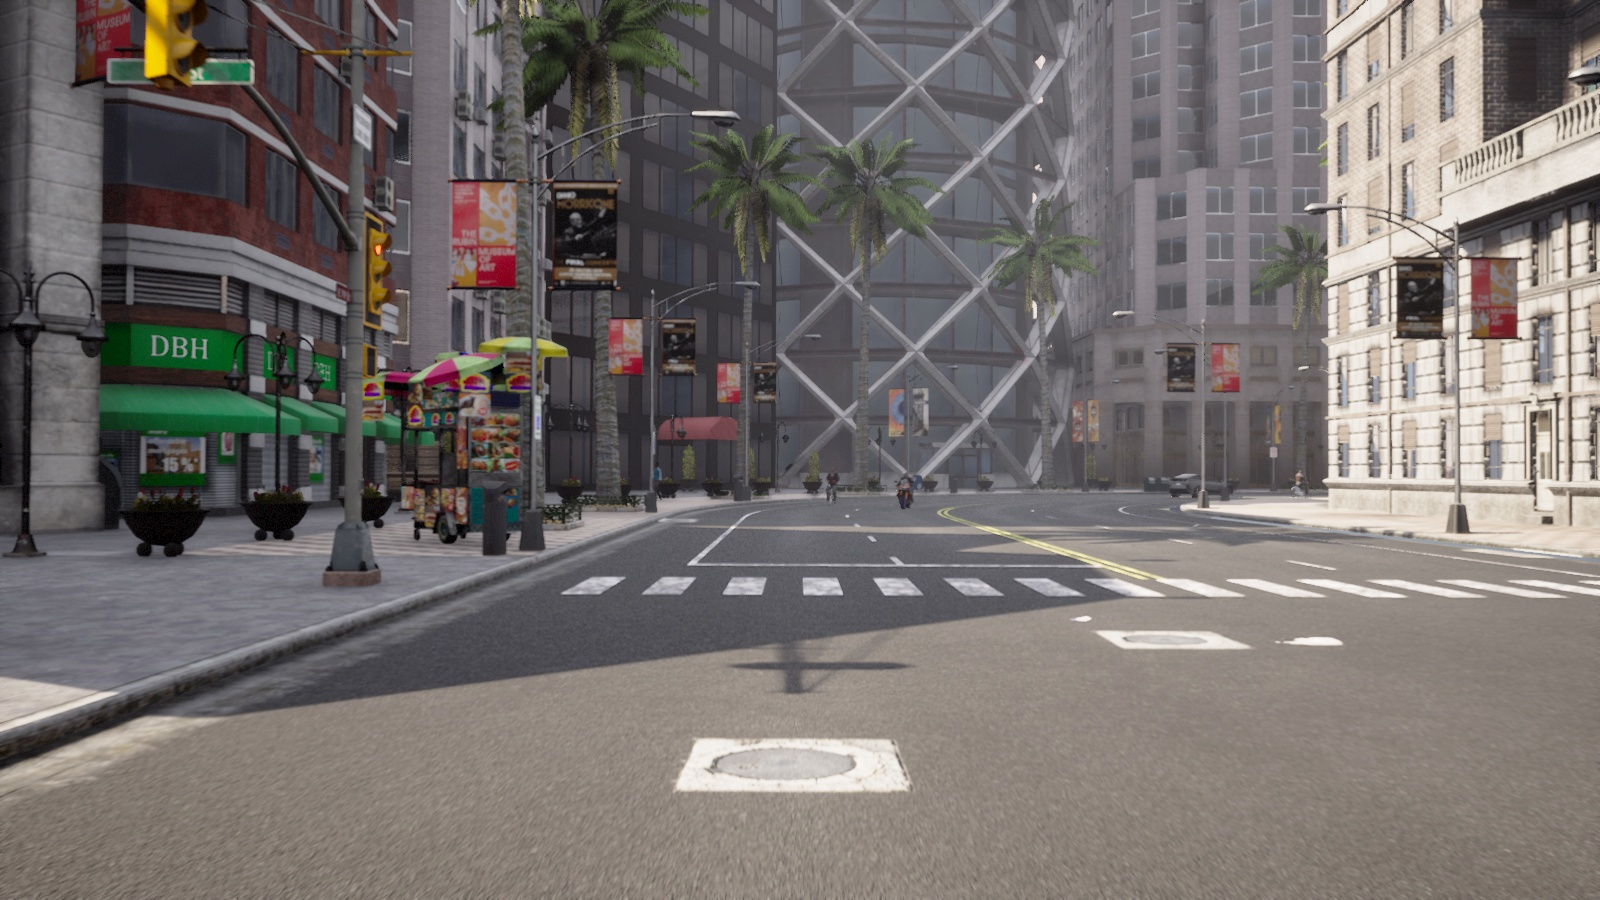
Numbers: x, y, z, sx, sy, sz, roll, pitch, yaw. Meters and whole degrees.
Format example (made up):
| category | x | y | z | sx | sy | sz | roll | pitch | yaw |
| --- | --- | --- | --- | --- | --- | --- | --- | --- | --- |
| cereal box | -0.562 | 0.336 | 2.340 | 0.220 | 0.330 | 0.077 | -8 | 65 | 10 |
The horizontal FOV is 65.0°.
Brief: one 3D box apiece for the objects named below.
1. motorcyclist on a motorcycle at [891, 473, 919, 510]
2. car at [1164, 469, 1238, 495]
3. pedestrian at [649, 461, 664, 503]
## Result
| category | x | y | z | sx | sy | sz | roll | pitch | yaw |
| --- | --- | --- | --- | --- | --- | --- | --- | --- | --- |
| motorcyclist on a motorcycle | 4.403 | 1.709 | 52.413 | 0.866 | 1.530 | 2.191 | 0 | -1 | 12 |
| car | 24.871 | 1.964 | 77.768 | 4.514 | 1.525 | 2.007 | 0 | -1 | -34 |
| pedestrian | -6.550 | 1.460 | 57.496 | 0.396 | 1.930 | 0.692 | -1 | -1 | 22 |
